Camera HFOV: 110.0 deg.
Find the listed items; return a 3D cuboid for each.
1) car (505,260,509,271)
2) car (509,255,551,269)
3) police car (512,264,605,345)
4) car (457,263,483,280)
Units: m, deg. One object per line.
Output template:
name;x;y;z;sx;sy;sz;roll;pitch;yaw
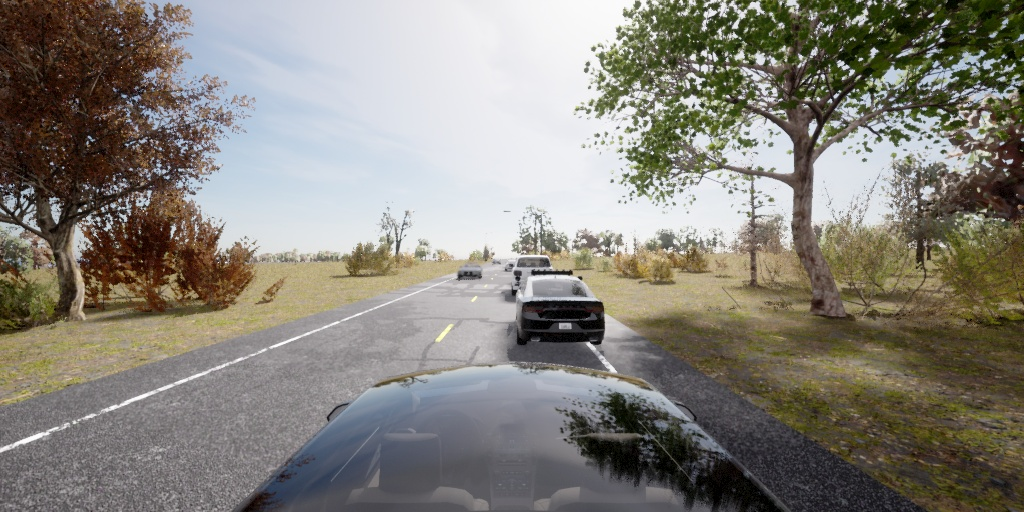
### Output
car;0.040;1.283;48.268;1.812;1.442;4.674;0;0;1
car;1.051;0.978;19.569;2.150;2.045;5.566;0;0;0
police car;1.051;1.177;9.648;1.930;1.638;5.238;0;0;0
car;-3.599;1.319;31.509;1.994;1.385;4.181;0;0;0
